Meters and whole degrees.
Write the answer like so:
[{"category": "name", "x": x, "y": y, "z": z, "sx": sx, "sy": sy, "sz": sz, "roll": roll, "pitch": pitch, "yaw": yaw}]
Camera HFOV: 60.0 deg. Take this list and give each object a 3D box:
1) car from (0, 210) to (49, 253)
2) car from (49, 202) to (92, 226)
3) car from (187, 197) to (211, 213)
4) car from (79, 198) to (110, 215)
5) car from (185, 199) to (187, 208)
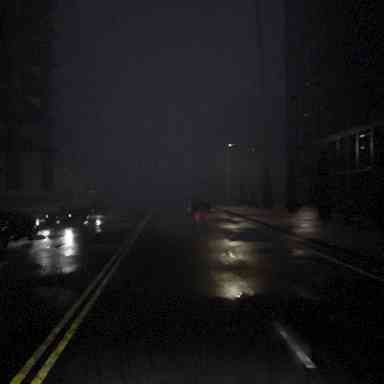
[{"category": "car", "x": -8.100, "y": 1.539, "z": 14.009, "sx": 2.128, "sy": 1.511, "sz": 4.902, "roll": -1, "pitch": 0, "yaw": -4}, {"category": "car", "x": -8.830, "y": 1.635, "z": 23.750, "sx": 1.895, "sy": 1.301, "sz": 4.718, "roll": -1, "pitch": 0, "yaw": -4}, {"category": "car", "x": 0.915, "y": 1.405, "z": 35.966, "sx": 2.128, "sy": 1.511, "sz": 4.902, "roll": -1, "pitch": 0, "yaw": -4}, {"category": "car", "x": -9.526, "y": 1.583, "z": 33.394, "sx": 1.994, "sy": 1.385, "sz": 4.181, "roll": -1, "pitch": 0, "yaw": -3}, {"category": "car", "x": 0.043, "y": 1.424, "z": 46.994, "sx": 1.812, "sy": 1.442, "sz": 4.674, "roll": -1, "pitch": 0, "yaw": -4}]
